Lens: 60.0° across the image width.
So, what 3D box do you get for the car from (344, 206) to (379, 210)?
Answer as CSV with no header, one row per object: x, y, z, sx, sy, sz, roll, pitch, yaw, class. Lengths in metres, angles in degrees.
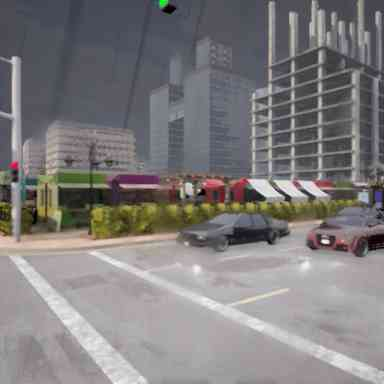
10.048,1.559,20.038,5.357,1.411,2.033,0,0,-36,car

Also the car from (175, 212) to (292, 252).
1.940,1.560,14.110,5.357,1.411,2.033,0,0,-36,car

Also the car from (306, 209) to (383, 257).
6.338,1.572,12.987,4.181,1.385,1.994,0,0,-36,car
